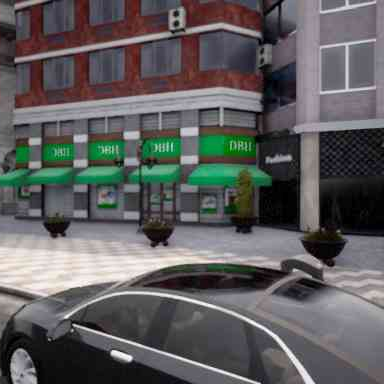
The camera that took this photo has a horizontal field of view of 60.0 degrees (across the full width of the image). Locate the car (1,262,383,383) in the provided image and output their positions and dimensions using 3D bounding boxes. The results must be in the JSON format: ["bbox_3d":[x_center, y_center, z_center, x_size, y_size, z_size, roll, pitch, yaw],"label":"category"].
[{"bbox_3d":[-0.015,1.501,3.299,4.892,1.490,1.837,0,0,36],"label":"car"}]
